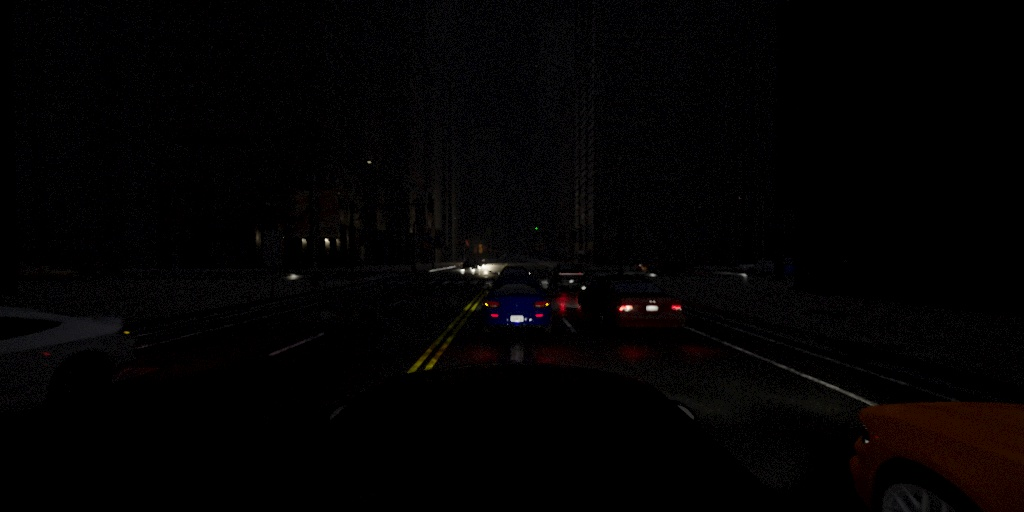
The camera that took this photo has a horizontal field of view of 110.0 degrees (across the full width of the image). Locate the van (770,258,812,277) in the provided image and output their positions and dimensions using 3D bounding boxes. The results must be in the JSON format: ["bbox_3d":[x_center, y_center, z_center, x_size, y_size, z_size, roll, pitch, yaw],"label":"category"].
[{"bbox_3d":[27.585,1.099,34.368,3.998,1.789,1.690,0,0,0],"label":"van"}]

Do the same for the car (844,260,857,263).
[{"bbox_3d":[33.026,1.334,34.326,4.207,1.307,1.802,0,0,0],"label":"car"}]

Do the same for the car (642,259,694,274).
[{"bbox_3d":[17.791,1.162,40.294,5.008,1.535,1.882,0,1,0],"label":"car"}]

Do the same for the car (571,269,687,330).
[{"bbox_3d":[3.364,1.296,11.108,2.033,1.411,5.357,0,0,0],"label":"car"}]

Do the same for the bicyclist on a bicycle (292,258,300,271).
[{"bbox_3d":[-25.804,1.015,42.793,0.582,1.620,1.656,0,1,0],"label":"bicyclist on a bicycle"}]

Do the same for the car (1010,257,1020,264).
[{"bbox_3d":[49.346,1.060,34.201,5.009,1.841,2.192,0,0,0],"label":"car"}]

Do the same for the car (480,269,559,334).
[{"bbox_3d":[0.109,1.274,10.524,1.812,1.442,4.674,0,0,0],"label":"car"}]

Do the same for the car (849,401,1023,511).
[{"bbox_3d":[3.348,1.228,0.475,1.882,1.535,5.008,0,0,0],"label":"car"}]

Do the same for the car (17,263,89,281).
[{"bbox_3d":[-40.773,1.459,31.436,4.829,1.417,1.751,0,0,0],"label":"car"}]

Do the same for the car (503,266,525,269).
[{"bbox_3d":[0.135,1.291,21.179,2.033,1.411,5.357,0,0,0],"label":"car"}]

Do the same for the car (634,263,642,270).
[{"bbox_3d":[16.766,1.086,42.976,4.097,1.591,1.967,0,0,0],"label":"car"}]

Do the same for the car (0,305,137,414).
[{"bbox_3d":[-6.597,1.275,3.500,1.812,1.442,4.674,0,0,0],"label":"car"}]

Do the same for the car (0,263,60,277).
[{"bbox_3d":[-50.835,1.435,37.203,5.357,1.411,2.033,0,1,0],"label":"car"}]

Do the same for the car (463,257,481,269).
[{"bbox_3d":[-6.467,1.208,55.727,1.882,1.535,5.008,0,0,1],"label":"car"}]

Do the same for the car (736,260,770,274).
[{"bbox_3d":[27.731,1.198,40.202,4.674,1.442,1.812,0,1,0],"label":"car"}]

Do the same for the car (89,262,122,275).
[{"bbox_3d":[-46.350,1.375,39.968,4.507,1.381,1.888,0,0,0],"label":"car"}]

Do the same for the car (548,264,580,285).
[{"bbox_3d":[3.448,1.234,22.869,2.128,1.511,4.902,0,0,1],"label":"car"}]

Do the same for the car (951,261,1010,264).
[{"bbox_3d":[43.905,1.182,34.242,4.097,1.591,1.967,0,0,0],"label":"car"}]
